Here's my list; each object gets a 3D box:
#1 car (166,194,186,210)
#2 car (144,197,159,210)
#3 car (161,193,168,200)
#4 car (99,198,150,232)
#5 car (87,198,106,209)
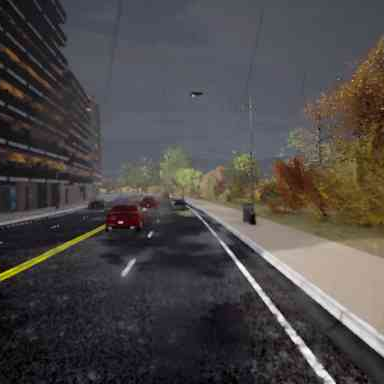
[{"bbox_3d":[-1.692,1.233,38.596,2.128,1.511,4.902,-1,1,-4],"label":"car"},{"bbox_3d":[-4.969,1.269,38.854,1.882,1.535,5.008,-1,1,-4],"label":"car"},{"bbox_3d":[-6.358,0.988,79.030,1.837,1.490,4.892,-1,1,-9],"label":"car"},{"bbox_3d":[-3.795,1.395,19.634,1.882,1.535,5.008,-1,1,-3],"label":"car"},{"bbox_3d":[-11.946,1.444,42.373,1.994,1.385,4.181,-1,0,-4],"label":"car"}]
